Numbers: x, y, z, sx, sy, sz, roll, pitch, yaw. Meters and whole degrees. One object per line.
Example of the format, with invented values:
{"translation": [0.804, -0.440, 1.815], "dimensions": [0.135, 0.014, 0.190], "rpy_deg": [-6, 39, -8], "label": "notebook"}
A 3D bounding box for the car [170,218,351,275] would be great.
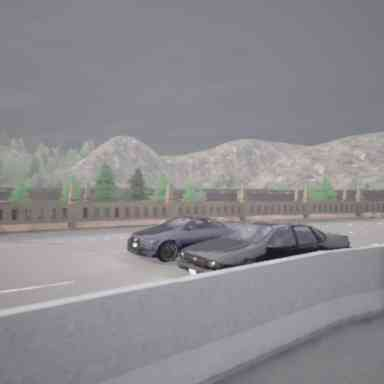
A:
{"translation": [2.292, 1.567, 9.462], "dimensions": [5.357, 1.411, 2.033], "rpy_deg": [0, 0, -31], "label": "car"}

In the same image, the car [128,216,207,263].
{"translation": [-0.157, 1.564, 11.946], "dimensions": [4.181, 1.385, 1.994], "rpy_deg": [0, 0, -31], "label": "car"}
